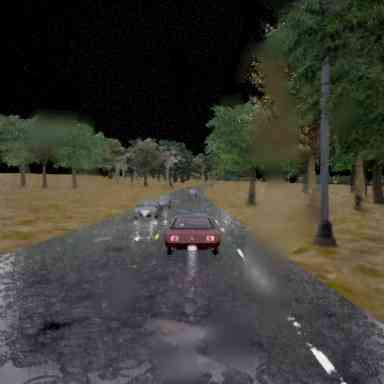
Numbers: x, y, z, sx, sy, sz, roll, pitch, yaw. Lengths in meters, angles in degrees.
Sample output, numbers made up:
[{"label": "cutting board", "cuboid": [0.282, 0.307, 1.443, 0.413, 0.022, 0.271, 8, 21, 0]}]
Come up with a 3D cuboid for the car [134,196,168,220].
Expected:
[{"label": "car", "cuboid": [-3.466, 1.350, 27.014, 2.128, 1.511, 4.902, 0, 1, 0]}]

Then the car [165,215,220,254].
[{"label": "car", "cuboid": [0.019, 1.571, 13.337, 1.895, 1.301, 4.718, 0, 0, 0]}]

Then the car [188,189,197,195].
[{"label": "car", "cuboid": [0.139, -0.037, 82.870, 2.128, 1.511, 4.902, 0, 2, 0]}]

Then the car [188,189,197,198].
[{"label": "car", "cuboid": [0.121, 0.443, 72.462, 2.128, 1.511, 4.902, 0, 2, 0]}]

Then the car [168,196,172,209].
[{"label": "car", "cuboid": [-3.445, 1.191, 39.699, 2.128, 1.511, 4.902, 0, 1, 0]}]
